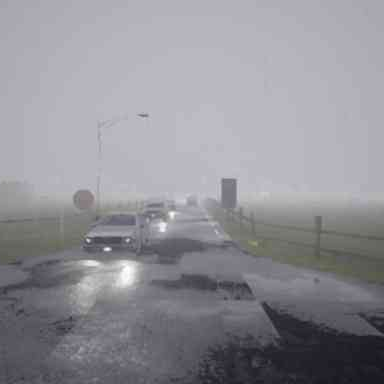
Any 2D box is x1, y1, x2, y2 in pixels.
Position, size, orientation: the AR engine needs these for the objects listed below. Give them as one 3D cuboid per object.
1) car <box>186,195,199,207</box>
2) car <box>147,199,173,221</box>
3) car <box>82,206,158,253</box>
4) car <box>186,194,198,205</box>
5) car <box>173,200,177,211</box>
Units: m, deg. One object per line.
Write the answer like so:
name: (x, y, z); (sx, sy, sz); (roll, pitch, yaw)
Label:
car: (0.020, 1.530, 49.913); (2.033, 1.411, 5.357); (0, 0, 0)
car: (-2.835, 1.496, 26.810); (1.837, 1.490, 4.892); (0, 0, 0)
car: (-2.842, 1.544, 13.844); (2.033, 1.411, 5.357); (0, 0, 0)
car: (0.024, 1.329, 60.302); (2.097, 1.767, 4.553); (0, 0, 0)
car: (-2.821, 1.551, 39.538); (1.994, 1.385, 4.181); (0, 0, 0)
